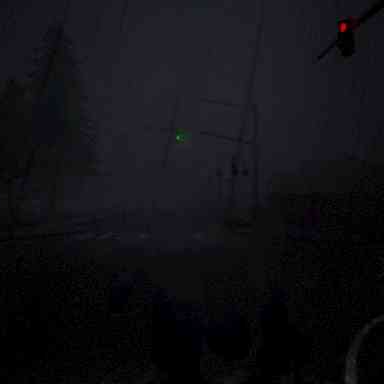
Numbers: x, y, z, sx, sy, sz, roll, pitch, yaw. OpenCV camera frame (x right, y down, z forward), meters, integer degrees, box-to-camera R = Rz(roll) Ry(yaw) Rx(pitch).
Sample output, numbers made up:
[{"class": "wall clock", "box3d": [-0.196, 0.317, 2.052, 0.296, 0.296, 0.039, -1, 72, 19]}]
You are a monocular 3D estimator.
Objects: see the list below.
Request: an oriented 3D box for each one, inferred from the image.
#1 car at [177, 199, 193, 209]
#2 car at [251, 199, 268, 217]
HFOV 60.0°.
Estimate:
[{"class": "car", "box3d": [-0.924, 2.265, 58.827, 2.033, 1.411, 5.357, 0, -1, -7]}, {"class": "car", "box3d": [8.857, 1.580, 34.216, 4.605, 1.855, 1.932, 0, -1, -1]}]
